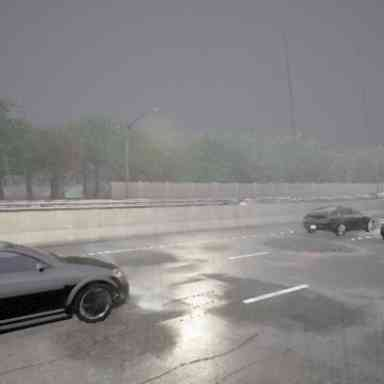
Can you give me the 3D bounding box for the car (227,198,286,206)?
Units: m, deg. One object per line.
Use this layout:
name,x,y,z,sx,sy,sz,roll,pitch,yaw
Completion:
car,5.741,1.340,29.511,4.553,1.767,2.097,0,0,-35

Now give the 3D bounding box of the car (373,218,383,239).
car,10.703,1.556,15.635,4.181,1.385,1.994,0,0,-35

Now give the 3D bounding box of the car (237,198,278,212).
car,7.800,1.461,39.523,5.008,1.535,1.882,0,0,-35

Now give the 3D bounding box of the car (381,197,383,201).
car,39.559,1.078,65.856,5.357,1.411,2.033,-1,1,-35

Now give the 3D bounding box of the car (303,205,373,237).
car,8.041,1.496,18.040,4.892,1.490,1.837,0,0,-35

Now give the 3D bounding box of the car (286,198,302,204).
car,10.250,1.475,36.966,4.902,1.511,2.128,0,0,-35

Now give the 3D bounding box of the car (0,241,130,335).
car,-3.221,1.563,5.746,4.181,1.385,1.994,0,0,-36

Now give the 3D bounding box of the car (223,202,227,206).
car,5.866,1.547,42.437,4.181,1.385,1.994,0,0,-35
